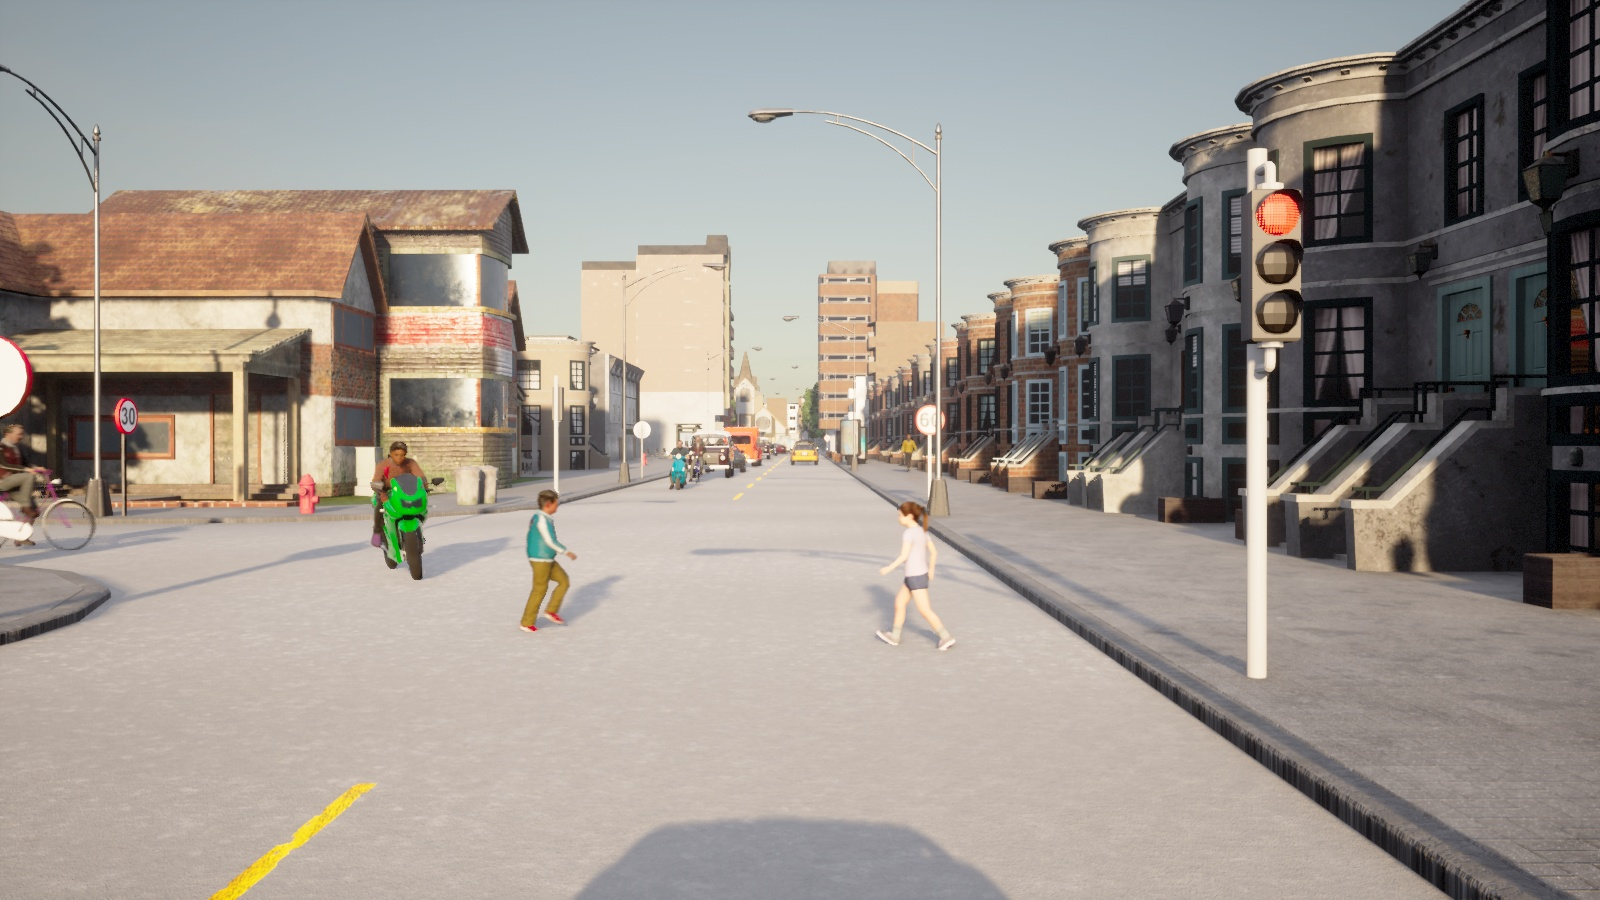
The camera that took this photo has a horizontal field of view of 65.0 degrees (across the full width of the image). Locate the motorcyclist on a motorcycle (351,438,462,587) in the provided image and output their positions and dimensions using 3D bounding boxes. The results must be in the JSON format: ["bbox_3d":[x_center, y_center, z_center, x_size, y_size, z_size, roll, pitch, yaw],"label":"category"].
[{"bbox_3d":[-4.465,0.645,14.161,0.797,1.523,2.044,-3,2,-27],"label":"motorcyclist on a motorcycle"}]

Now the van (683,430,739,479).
[{"bbox_3d":[-3.807,0.160,54.387,2.069,2.038,4.480,0,0,0],"label":"van"}]

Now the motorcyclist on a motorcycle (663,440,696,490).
[{"bbox_3d":[-3.856,0.469,40.343,0.866,1.590,1.817,0,0,0],"label":"motorcyclist on a motorcycle"}]

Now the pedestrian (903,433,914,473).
[{"bbox_3d":[5.056,0.130,58.503,0.431,1.840,0.709,0,0,-2],"label":"pedestrian"}]

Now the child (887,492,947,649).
[{"bbox_3d":[0.856,0.866,9.171,0.394,1.110,0.255,0,0,17],"label":"child"}]

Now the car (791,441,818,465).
[{"bbox_3d":[0.308,0.203,85.549,1.801,1.575,5.366,0,0,0],"label":"car"}]

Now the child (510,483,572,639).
[{"bbox_3d":[-2.051,0.864,9.941,0.448,1.192,0.343,0,0,-17],"label":"child"}]

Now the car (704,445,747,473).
[{"bbox_3d":[-3.775,0.444,64.332,1.994,1.385,4.181,0,0,0],"label":"car"}]

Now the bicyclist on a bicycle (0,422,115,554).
[{"bbox_3d":[-10.534,0.511,17.288,1.843,1.776,0.659,0,0,0],"label":"bicyclist on a bicycle"}]

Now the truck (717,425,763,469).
[{"bbox_3d":[-3.721,-0.230,78.963,2.627,2.467,5.204,0,3,0],"label":"truck"}]
